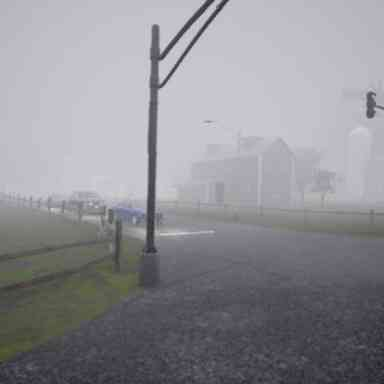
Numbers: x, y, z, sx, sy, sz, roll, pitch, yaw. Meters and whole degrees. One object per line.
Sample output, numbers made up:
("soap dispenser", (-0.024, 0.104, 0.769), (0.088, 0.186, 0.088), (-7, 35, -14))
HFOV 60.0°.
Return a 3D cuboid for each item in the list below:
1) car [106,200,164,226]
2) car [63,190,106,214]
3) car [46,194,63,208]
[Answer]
("car", (-3.667, 1.298, 22.098), (1.882, 1.535, 5.008), (2, 0, -35))
("car", (-9.756, 0.906, 30.670), (2.150, 2.045, 5.566), (2, 0, -36))
("car", (-15.908, 1.052, 39.327), (1.837, 1.490, 4.892), (2, 0, -35))
